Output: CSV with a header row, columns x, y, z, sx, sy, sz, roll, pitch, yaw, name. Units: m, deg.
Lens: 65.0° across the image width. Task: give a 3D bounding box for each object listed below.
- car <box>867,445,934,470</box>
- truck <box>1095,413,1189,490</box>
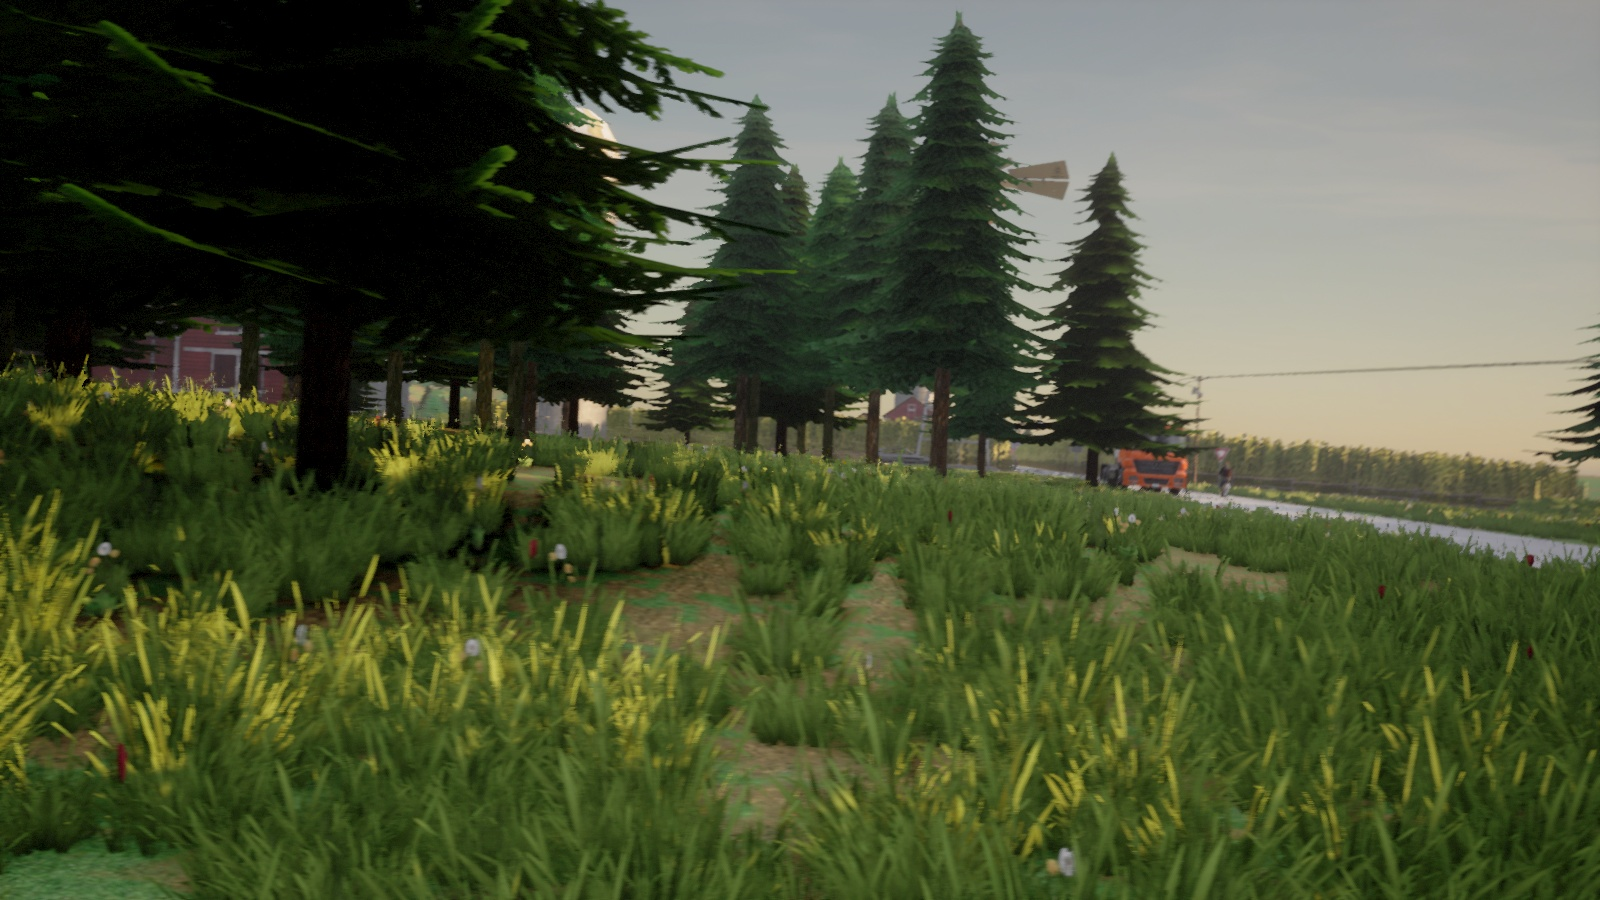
x,y,z,sx,sy,sz,roll,pitch,yaw,name
6.426,0.481,80.516,4.193,1.474,1.816,2,0,5,car
16.751,0.061,62.118,2.891,3.462,7.936,2,0,4,truck
